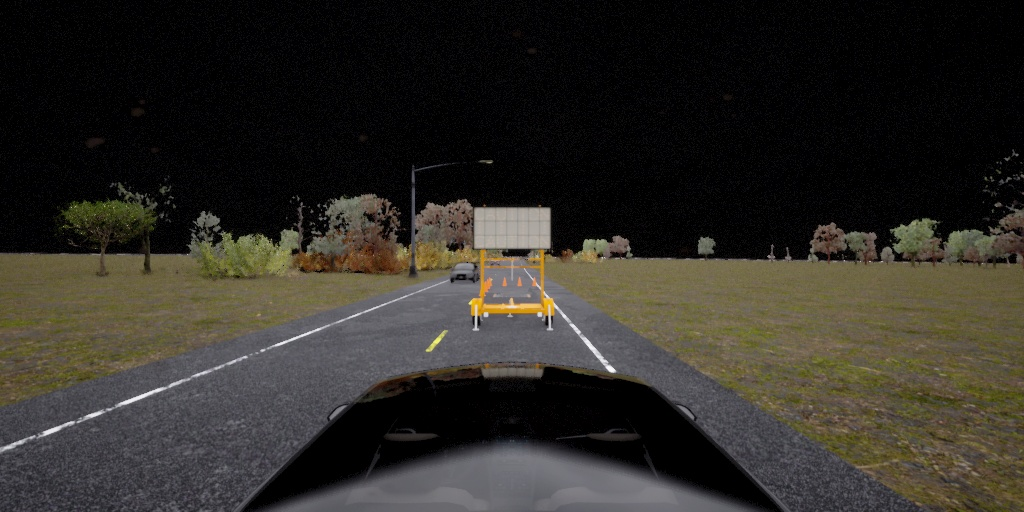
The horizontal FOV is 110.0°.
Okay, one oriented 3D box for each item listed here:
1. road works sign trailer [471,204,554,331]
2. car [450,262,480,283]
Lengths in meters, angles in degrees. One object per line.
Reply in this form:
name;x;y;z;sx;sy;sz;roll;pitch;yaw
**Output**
road works sign trailer;0.007;0.218;11.055;2.380;3.560;2.880;0;0;-1
car;-3.582;1.267;27.732;1.837;1.490;4.892;0;0;0
